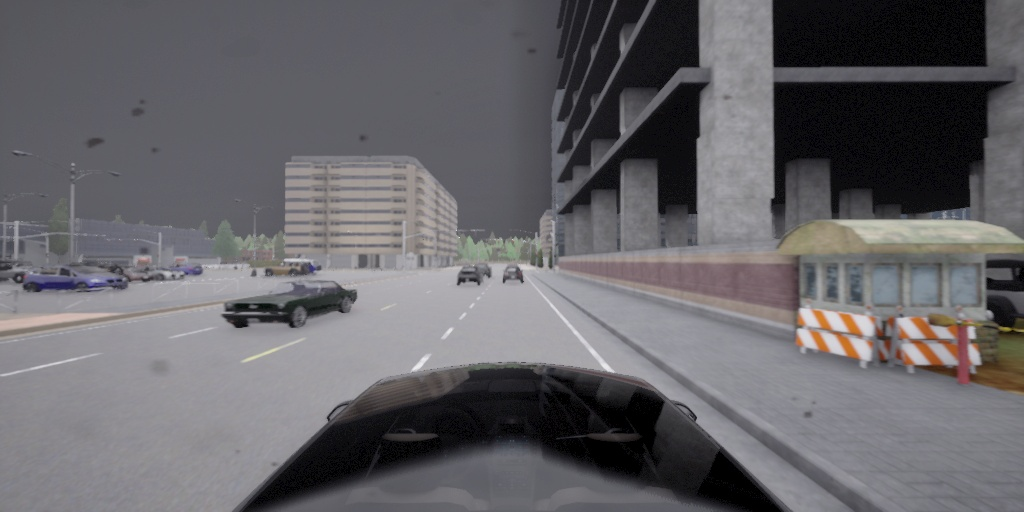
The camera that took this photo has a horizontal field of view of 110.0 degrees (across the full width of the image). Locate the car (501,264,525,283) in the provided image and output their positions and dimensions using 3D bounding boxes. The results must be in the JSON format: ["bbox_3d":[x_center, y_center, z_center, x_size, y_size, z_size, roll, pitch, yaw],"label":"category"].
[{"bbox_3d":[0.093,1.670,32.884,1.812,1.442,4.674,0,-1,0],"label":"car"}]

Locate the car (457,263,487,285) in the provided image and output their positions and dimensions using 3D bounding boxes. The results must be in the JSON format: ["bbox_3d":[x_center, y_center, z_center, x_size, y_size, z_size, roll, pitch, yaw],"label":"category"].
[{"bbox_3d":[-3.415,1.611,29.904,1.837,1.490,4.892,0,-1,0],"label":"car"}]

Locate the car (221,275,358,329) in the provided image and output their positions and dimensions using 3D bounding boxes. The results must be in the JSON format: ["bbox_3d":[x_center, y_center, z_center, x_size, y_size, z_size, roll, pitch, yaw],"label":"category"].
[{"bbox_3d":[-7.045,1.481,11.995,1.895,1.301,4.718,0,-1,1],"label":"car"}]

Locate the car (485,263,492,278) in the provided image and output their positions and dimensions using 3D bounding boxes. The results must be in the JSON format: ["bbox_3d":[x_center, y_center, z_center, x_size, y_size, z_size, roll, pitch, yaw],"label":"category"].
[{"bbox_3d":[-3.431,1.602,41.323,2.097,1.767,4.553,0,-1,0],"label":"car"}]
